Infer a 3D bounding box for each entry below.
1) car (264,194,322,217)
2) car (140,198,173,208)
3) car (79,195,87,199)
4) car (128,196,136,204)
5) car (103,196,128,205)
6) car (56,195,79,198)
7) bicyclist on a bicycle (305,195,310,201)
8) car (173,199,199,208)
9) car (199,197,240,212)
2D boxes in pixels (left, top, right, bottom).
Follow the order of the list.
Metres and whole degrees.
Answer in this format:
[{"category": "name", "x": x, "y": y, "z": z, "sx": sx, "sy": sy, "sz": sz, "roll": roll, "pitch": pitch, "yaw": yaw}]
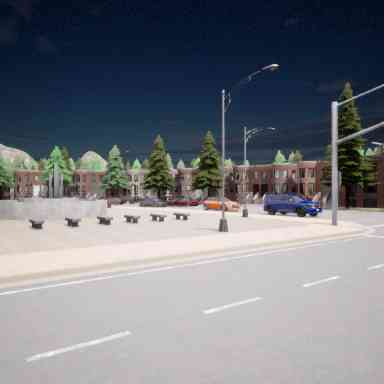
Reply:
[{"category": "car", "x": 9.320, "y": 1.221, "z": 31.290, "sx": 2.150, "sy": 2.045, "sz": 5.566, "roll": 0, "pitch": 0, "yaw": -38}, {"category": "car", "x": -5.358, "y": 1.564, "z": 46.937, "sx": 4.181, "sy": 1.385, "sz": 1.994, "roll": 0, "pitch": 0, "yaw": 33}, {"category": "car", "x": -22.579, "y": 1.352, "z": 63.968, "sx": 4.553, "sy": 1.767, "sz": 2.097, "roll": 0, "pitch": 0, "yaw": 7}, {"category": "car", "x": -12.759, "y": 1.505, "z": 62.036, "sx": 4.892, "sy": 1.490, "sz": 1.837, "roll": 0, "pitch": 0, "yaw": 18}, {"category": "car", "x": -14.104, "y": 1.564, "z": 58.804, "sx": 4.181, "sy": 1.385, "sz": 1.994, "roll": 0, "pitch": 0, "yaw": 18}, {"category": "car", "x": -23.841, "y": 1.505, "z": 60.674, "sx": 4.892, "sy": 1.490, "sz": 1.837, "roll": 0, "pitch": 0, "yaw": 5}, {"category": "bicyclist on a bicycle", "x": 16.149, "y": 1.303, "z": 46.584, "sx": 1.656, "sy": 1.620, "sz": 0.582, "roll": 0, "pitch": 0, "yaw": -37}, {"category": "car", "x": -1.202, "y": 1.601, "z": 48.358, "sx": 4.718, "sy": 1.301, "sz": 1.895, "roll": 0, "pitch": 0, "yaw": 36}, {"category": "car", "x": 3.439, "y": 1.352, "z": 38.935, "sx": 2.097, "sy": 1.767, "sz": 4.553, "roll": 0, "pitch": 0, "yaw": -41}]
